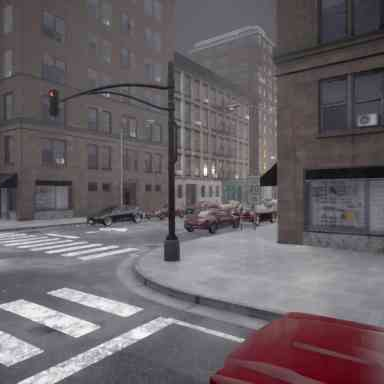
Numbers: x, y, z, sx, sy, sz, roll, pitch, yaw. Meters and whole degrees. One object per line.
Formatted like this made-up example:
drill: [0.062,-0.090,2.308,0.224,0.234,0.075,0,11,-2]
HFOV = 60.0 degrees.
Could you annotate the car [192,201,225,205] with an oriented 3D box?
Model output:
car: [1.067,1.565,32.516,1.887,1.381,4.507,0,0,36]

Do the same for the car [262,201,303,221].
car: [7.696,1.495,27.990,1.752,1.417,4.829,0,0,36]

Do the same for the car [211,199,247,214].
car: [4.177,1.544,36.867,1.752,1.417,4.829,0,0,36]

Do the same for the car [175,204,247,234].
car: [1.178,1.555,18.872,1.802,1.307,4.206,0,0,36]

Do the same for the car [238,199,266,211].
car: [7.486,1.600,41.494,1.802,1.307,4.206,0,0,36]

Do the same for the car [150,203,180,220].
car: [-2.142,1.604,28.027,1.802,1.307,4.206,0,0,36]

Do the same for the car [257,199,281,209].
car: [10.695,1.601,45.983,1.802,1.307,4.206,0,0,36]

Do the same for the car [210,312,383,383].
car: [2.381,1.601,1.991,4.718,1.301,1.895,0,0,36]

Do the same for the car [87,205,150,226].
car: [-5.352,1.590,23.538,1.947,1.339,4.313,0,0,36]

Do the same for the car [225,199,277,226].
car: [4.387,1.412,23.362,1.967,1.590,4.097,0,0,36]
